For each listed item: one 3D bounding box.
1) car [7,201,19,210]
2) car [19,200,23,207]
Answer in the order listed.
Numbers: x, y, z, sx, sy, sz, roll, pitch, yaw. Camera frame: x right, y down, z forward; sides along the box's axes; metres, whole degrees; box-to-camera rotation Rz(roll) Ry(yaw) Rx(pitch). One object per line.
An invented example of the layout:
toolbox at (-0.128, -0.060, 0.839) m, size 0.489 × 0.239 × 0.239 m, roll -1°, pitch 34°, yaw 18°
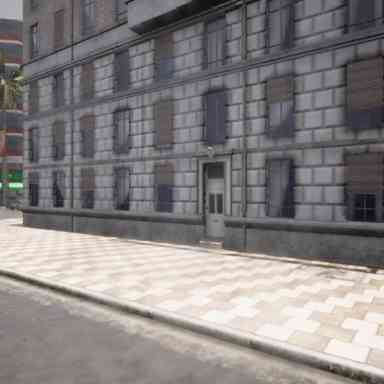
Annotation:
car at (-20.842, 1.564, 41.796) m, size 1.994 × 1.385 × 4.181 m, roll 0°, pitch 0°, yaw 36°
car at (-17.746, 1.526, 40.112) m, size 1.812 × 1.442 × 4.674 m, roll 0°, pitch 0°, yaw 36°
